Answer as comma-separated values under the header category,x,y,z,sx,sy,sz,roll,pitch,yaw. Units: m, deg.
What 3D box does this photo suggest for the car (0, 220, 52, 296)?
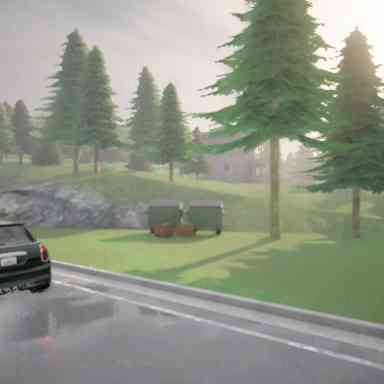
category,x,y,z,sx,sy,sz,roll,pitch,yaw
car,-5.354,1.409,7.813,4.553,1.767,2.097,0,0,36
